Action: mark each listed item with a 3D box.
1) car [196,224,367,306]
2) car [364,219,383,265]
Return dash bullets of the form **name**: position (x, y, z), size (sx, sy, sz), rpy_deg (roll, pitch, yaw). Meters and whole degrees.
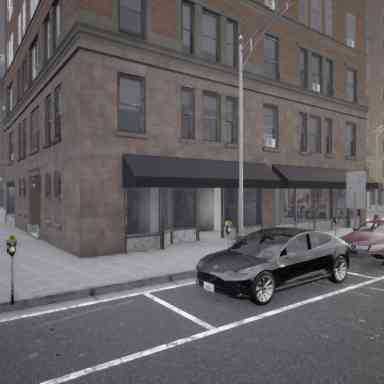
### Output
- **car**: position (2.108, 1.566, 8.071), size (4.313, 1.339, 1.947), rpy_deg (0, 0, -36)
- **car**: position (6.570, 1.583, 11.289), size (4.206, 1.307, 1.802), rpy_deg (0, 0, -36)
